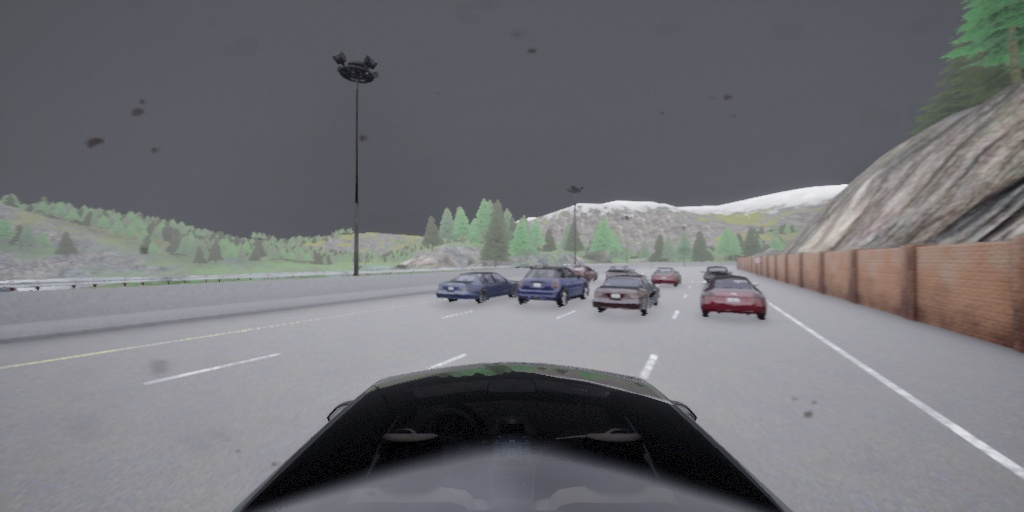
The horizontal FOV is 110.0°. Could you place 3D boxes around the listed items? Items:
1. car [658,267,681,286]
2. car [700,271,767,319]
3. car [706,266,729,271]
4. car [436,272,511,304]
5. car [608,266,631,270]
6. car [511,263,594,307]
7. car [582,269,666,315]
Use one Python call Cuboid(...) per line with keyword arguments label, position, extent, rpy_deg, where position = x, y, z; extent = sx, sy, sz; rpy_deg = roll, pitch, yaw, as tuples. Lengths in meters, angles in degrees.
Cuboid(label="car", position=(12.220, 1.591, 28.434), extent=(1.994, 1.385, 4.181), rpy_deg=(0, -1, 29))
Cuboid(label="car", position=(8.248, 1.435, 13.592), extent=(1.994, 1.385, 4.181), rpy_deg=(0, -1, 28))
Cuboid(label="car", position=(15.359, 1.514, 26.881), extent=(1.837, 1.490, 4.892), rpy_deg=(0, 0, 29))
Cuboid(label="car", position=(-1.454, 1.474, 17.739), extent=(2.033, 1.411, 5.357), rpy_deg=(0, -1, 28))
Cuboid(label="car", position=(9.188, 1.542, 30.185), extent=(2.128, 1.511, 4.902), rpy_deg=(0, -1, 29))
Cuboid(label="car", position=(2.073, 1.264, 16.892), extent=(2.097, 1.767, 4.553), rpy_deg=(0, -1, 29))
Cuboid(label="car", position=(4.730, 1.431, 14.460), extent=(2.033, 1.411, 5.357), rpy_deg=(0, -1, 29))
